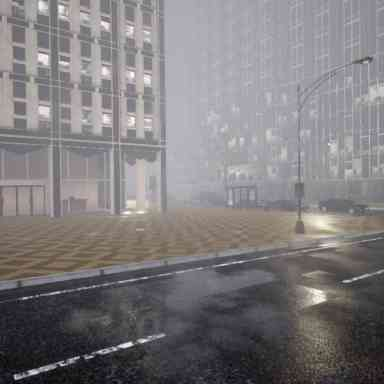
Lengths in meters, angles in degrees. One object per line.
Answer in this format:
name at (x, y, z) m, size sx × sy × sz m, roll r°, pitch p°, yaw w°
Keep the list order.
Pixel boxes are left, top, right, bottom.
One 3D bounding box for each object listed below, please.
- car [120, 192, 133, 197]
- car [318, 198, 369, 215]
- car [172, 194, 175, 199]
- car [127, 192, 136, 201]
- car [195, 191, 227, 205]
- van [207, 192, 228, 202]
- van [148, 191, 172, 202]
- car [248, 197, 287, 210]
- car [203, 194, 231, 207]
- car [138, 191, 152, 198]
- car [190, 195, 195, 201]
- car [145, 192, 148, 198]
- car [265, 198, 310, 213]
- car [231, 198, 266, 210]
car at (-18.056, 0.688, 91.238) m, size 2.008 × 1.369 × 4.403 m, roll 0°, pitch 1°, yaw -34°
car at (14.877, 1.358, 32.913) m, size 1.837 × 1.490 × 4.892 m, roll -1°, pitch 1°, yaw -34°
car at (-5.203, 0.936, 72.487) m, size 1.802 × 1.307 × 4.206 m, roll 0°, pitch 1°, yaw -34°
car at (-12.116, 1.039, 67.750) m, size 2.008 × 1.369 × 4.403 m, roll 0°, pitch 1°, yaw -34°
car at (3.254, 0.887, 49.897) m, size 2.150 × 2.045 × 5.566 m, roll -1°, pitch 1°, yaw -35°
van at (4.436, 0.855, 58.419) m, size 1.690 × 1.788 × 3.998 m, roll 0°, pitch 1°, yaw -34°
van at (-5.689, 0.937, 58.371) m, size 1.690 × 1.788 × 3.998 m, roll 0°, pitch 1°, yaw -34°
car at (9.269, 1.363, 41.118) m, size 1.895 × 1.301 × 4.718 m, roll -1°, pitch 1°, yaw -34°
car at (3.906, 1.319, 44.281) m, size 1.947 × 1.339 × 4.313 m, roll 0°, pitch 1°, yaw -34°
car at (-11.630, 0.686, 81.861) m, size 1.967 × 1.590 × 4.097 m, roll 0°, pitch 1°, yaw -34°
car at (1.224, 1.043, 63.110) m, size 1.802 × 1.307 × 4.206 m, roll 0°, pitch 1°, yaw -34°
car at (-8.417, 0.615, 77.171) m, size 2.192 × 1.841 × 5.009 m, roll 0°, pitch 1°, yaw -34°
car at (10.270, 1.424, 34.860) m, size 1.947 × 1.339 × 4.313 m, roll 0°, pitch 1°, yaw -34°
car at (7.071, 1.388, 39.561) m, size 1.802 × 1.307 × 4.206 m, roll 0°, pitch 1°, yaw -34°
